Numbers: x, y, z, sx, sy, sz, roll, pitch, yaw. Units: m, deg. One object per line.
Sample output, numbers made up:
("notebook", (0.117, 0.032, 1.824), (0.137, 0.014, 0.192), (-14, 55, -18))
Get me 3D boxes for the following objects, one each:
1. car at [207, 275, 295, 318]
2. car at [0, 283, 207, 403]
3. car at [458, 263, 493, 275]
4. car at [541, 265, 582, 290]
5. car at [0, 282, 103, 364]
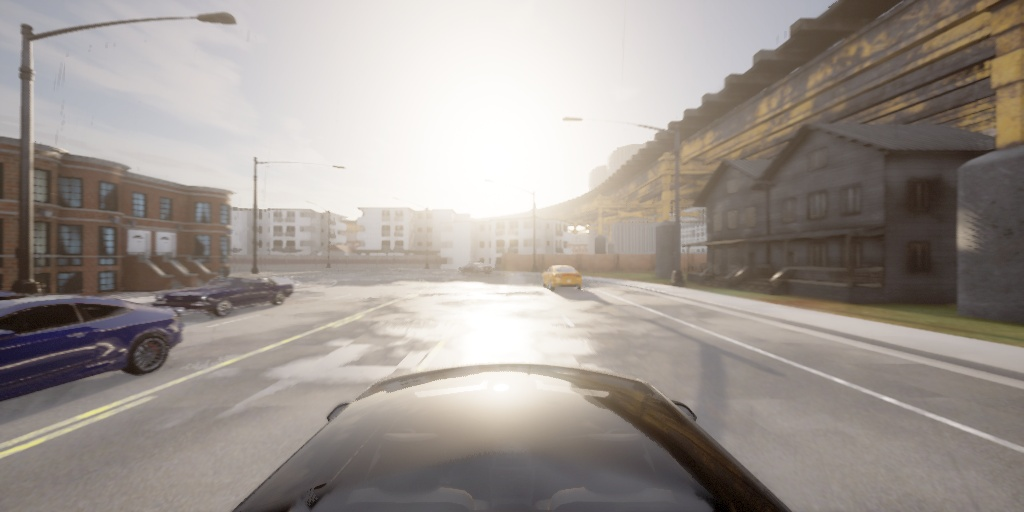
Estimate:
("car", (-10.568, 1.425, 13.627), (1.895, 1.301, 4.718), (0, 0, 0))
("car", (-7.092, 1.299, 4.863), (1.812, 1.442, 4.674), (0, 0, 0))
("car", (-4.441, 1.530, 42.956), (2.033, 1.411, 5.357), (0, 0, -38))
("car", (3.177, 1.347, 23.645), (1.882, 1.535, 5.008), (0, 0, -5))
("car", (-10.523, 1.310, 6.071), (1.812, 1.442, 4.674), (0, 0, 1))
